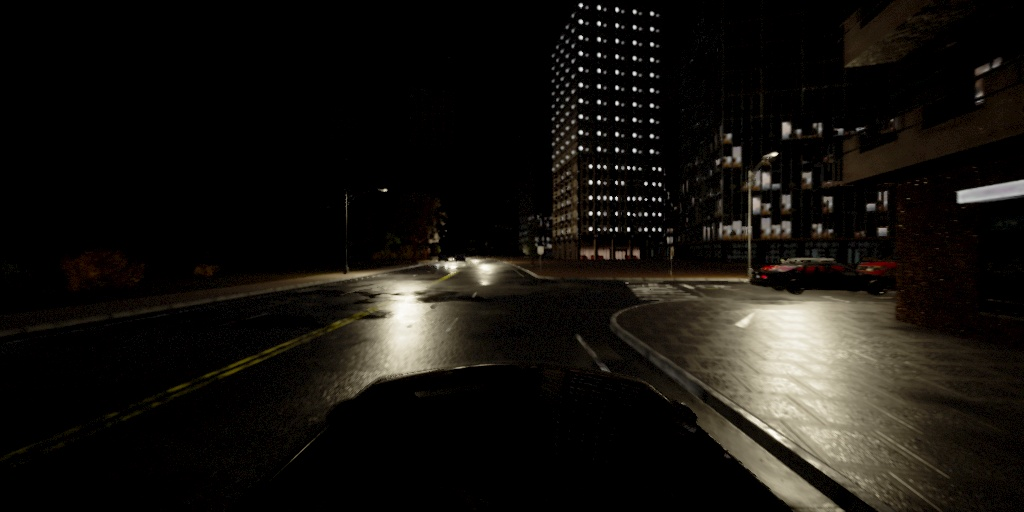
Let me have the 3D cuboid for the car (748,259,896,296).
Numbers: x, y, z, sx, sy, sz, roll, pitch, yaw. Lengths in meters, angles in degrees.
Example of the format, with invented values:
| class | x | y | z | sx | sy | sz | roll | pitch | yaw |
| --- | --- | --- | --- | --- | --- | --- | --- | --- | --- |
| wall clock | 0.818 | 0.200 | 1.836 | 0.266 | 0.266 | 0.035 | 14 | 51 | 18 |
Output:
| class | x | y | z | sx | sy | sz | roll | pitch | yaw |
| --- | --- | --- | --- | --- | --- | --- | --- | --- | --- |
| car | 14.077 | 1.004 | 16.398 | 5.357 | 1.411 | 2.033 | 0 | 0 | 14 |

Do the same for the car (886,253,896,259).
| class | x | y | z | sx | sy | sz | roll | pitch | yaw |
| --- | --- | --- | --- | --- | --- | --- | --- | --- | --- |
| car | 22.649 | 0.671 | 20.165 | 5.009 | 1.841 | 2.192 | 0 | 0 | 14 |
